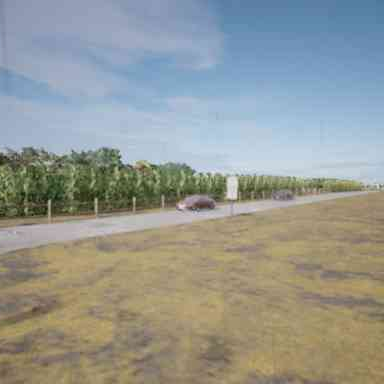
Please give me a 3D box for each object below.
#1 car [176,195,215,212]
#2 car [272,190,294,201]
[{"bbox_3d":[0.435,1.021,30.934,1.812,1.442,4.674,1,2,36],"label":"car"},{"bbox_3d":[13.480,0.499,48.936,1.837,1.490,4.892,1,2,36],"label":"car"}]
